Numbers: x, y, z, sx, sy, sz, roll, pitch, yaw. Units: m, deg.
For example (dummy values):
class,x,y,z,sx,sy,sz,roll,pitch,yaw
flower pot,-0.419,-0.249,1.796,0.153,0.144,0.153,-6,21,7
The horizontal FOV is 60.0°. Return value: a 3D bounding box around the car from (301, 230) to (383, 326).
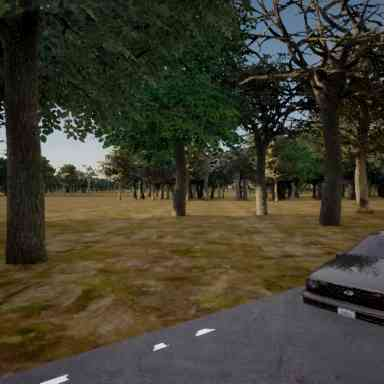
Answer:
class,x,y,z,sx,sy,sz,roll,pitch,yaw
car,4.531,1.543,7.005,5.357,1.411,2.033,0,0,-39
